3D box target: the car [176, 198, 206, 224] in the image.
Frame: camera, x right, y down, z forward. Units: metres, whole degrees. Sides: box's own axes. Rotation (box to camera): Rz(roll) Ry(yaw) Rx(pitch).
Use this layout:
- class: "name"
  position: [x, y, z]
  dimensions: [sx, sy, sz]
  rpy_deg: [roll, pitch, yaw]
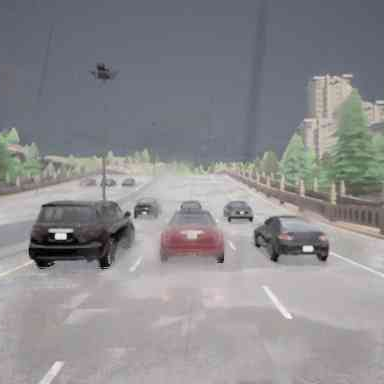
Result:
- class: "car"
  position: [-0.072, 1.362, 25.184]
  dimensions: [2.033, 1.411, 5.357]
  rpy_deg: [0, 3, 0]

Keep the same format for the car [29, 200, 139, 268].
- class: "car"
  position: [-3.486, 1.274, 11.554]
  dimensions: [2.150, 2.045, 5.566]
  rpy_deg: [0, 0, 0]

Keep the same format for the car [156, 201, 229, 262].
- class: "car"
  position: [0.020, 1.405, 12.465]
  dimensions: [2.097, 1.767, 4.553]
  rpy_deg: [0, 0, 0]

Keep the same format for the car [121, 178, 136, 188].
- class: "car"
  position: [-10.823, -1.624, 56.969]
  dimensions: [1.837, 1.490, 4.892]
  rpy_deg: [0, 6, 0]

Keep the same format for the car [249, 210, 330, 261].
- class: "car"
  position: [3.520, 1.580, 12.369]
  dimensions: [1.812, 1.442, 4.674]
  rpy_deg: [0, -1, 0]

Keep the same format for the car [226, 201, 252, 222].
- class: "car"
  position: [3.428, 1.362, 25.210]
  dimensions: [2.033, 1.411, 5.357]
  rpy_deg: [0, 3, 0]

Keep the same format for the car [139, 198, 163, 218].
- class: "car"
  position: [-3.561, 1.218, 27.365]
  dimensions: [1.837, 1.490, 4.892]
  rpy_deg: [0, 3, 0]

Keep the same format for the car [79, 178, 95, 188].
- class: "car"
  position: [-17.815, -1.639, 56.945]
  dimensions: [2.128, 1.511, 4.902]
  rpy_deg: [0, 6, 0]

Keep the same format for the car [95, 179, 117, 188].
- class: "car"
  position: [-14.309, -1.583, 56.966]
  dimensions: [2.033, 1.411, 5.357]
  rpy_deg: [0, 6, 0]
